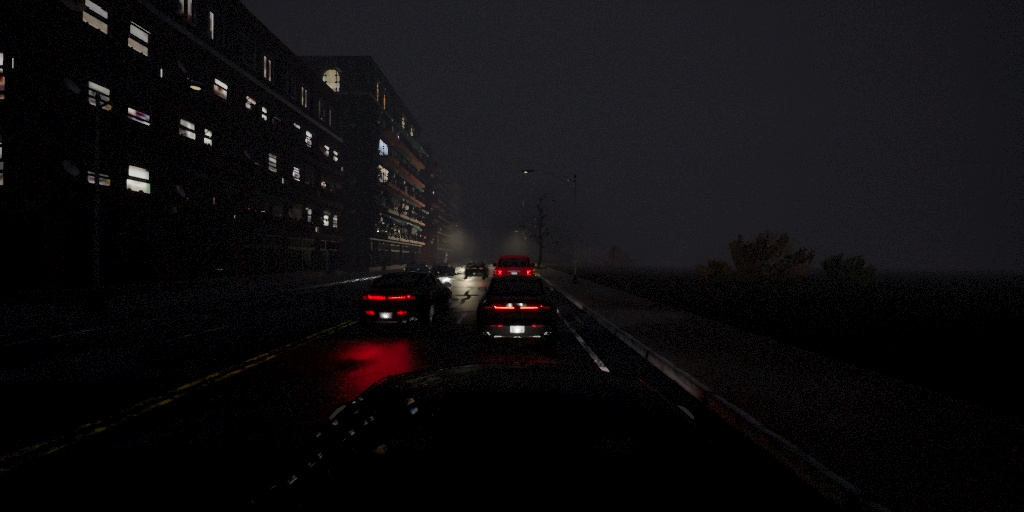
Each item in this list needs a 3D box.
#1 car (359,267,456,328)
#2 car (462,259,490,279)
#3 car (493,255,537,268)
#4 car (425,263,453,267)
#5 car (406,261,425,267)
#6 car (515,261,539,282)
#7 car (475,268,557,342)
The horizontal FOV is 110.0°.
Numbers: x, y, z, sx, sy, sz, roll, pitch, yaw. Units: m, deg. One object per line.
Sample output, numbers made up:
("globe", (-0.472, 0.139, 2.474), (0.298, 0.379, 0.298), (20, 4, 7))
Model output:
("car", (-3.143, 1.254, 11.350), (1.837, 1.490, 4.892), (0, -1, 0))
("car", (-3.126, 1.246, 32.198), (2.128, 1.511, 4.902), (0, 0, 0))
("car", (0.114, 0.974, 20.118), (2.150, 2.045, 5.566), (0, 0, 0))
("car", (-6.574, 1.317, 34.047), (1.994, 1.385, 4.181), (0, 0, 0))
("car", (-9.823, 1.279, 37.126), (1.812, 1.442, 4.674), (0, 0, 0))
("car", (1.161, 1.209, 30.525), (1.801, 1.575, 5.366), (0, 0, 0))
("car", (0.108, 1.256, 9.771), (1.837, 1.490, 4.892), (0, 0, 0))
